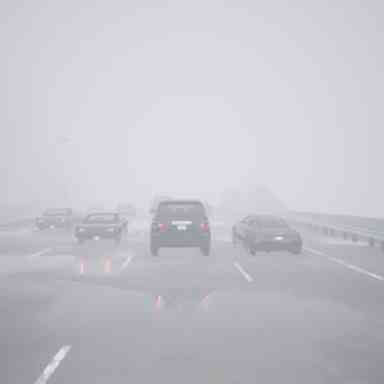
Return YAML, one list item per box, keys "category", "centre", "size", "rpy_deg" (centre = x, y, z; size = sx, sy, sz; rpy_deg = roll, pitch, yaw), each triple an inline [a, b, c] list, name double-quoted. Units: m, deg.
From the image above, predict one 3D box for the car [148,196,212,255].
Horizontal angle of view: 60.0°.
- category: "car"
  centre: [-0.554, 1.288, 13.759]
  size: [2.150, 2.045, 5.566]
  rpy_deg: [0, 0, -4]

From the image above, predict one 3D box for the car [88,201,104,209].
- category: "car"
  centre: [-11.964, 1.807, 41.420]
  size: [1.895, 1.301, 4.718]
  rpy_deg: [0, 0, -13]

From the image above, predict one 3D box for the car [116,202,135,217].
- category: "car"
  centre: [-6.804, 1.731, 33.916]
  size: [1.994, 1.385, 4.181]
  rpy_deg: [0, 0, -11]

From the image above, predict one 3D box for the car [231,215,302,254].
- category: "car"
  centre: [2.920, 1.629, 13.790]
  size: [1.994, 1.385, 4.181]
  rpy_deg: [0, 0, -4]

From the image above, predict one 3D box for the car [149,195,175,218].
- category: "car"
  centre: [-3.165, 1.385, 33.649]
  size: [2.150, 2.045, 5.566]
  rpy_deg: [0, 0, -10]

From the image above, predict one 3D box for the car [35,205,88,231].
- category: "car"
  centre: [-8.369, 1.710, 21.504]
  size: [1.895, 1.301, 4.718]
  rpy_deg: [0, 0, -7]

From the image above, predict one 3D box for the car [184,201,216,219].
- category: "car"
  centre: [0.651, 1.645, 32.023]
  size: [2.128, 1.511, 4.902]
  rpy_deg: [0, 0, -9]

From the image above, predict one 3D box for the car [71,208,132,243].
- category: "car"
  centre: [-4.306, 1.683, 16.540]
  size: [1.895, 1.301, 4.718]
  rpy_deg: [0, 0, -5]
